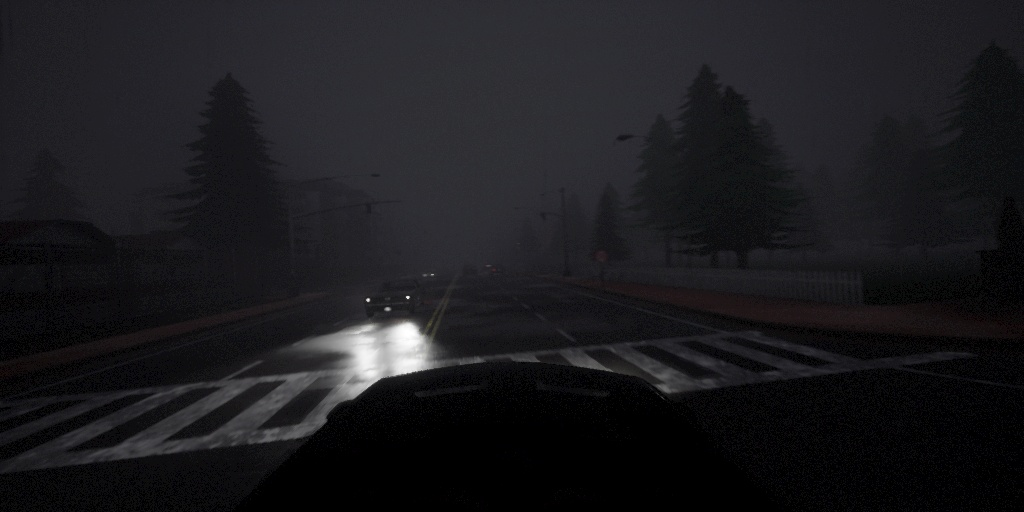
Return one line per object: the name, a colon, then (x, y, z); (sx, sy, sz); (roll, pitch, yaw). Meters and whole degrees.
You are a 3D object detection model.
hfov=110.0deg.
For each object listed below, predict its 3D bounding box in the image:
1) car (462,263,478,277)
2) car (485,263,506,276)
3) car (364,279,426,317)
car: (-5.648, 1.888, 48.124); (1.882, 1.535, 5.008); (-3, 0, -7)
car: (-1.887, 1.744, 46.241); (2.033, 1.411, 5.357); (-3, 0, -7)
car: (-4.919, 1.719, 15.608); (1.895, 1.301, 4.718); (-3, 0, -7)
